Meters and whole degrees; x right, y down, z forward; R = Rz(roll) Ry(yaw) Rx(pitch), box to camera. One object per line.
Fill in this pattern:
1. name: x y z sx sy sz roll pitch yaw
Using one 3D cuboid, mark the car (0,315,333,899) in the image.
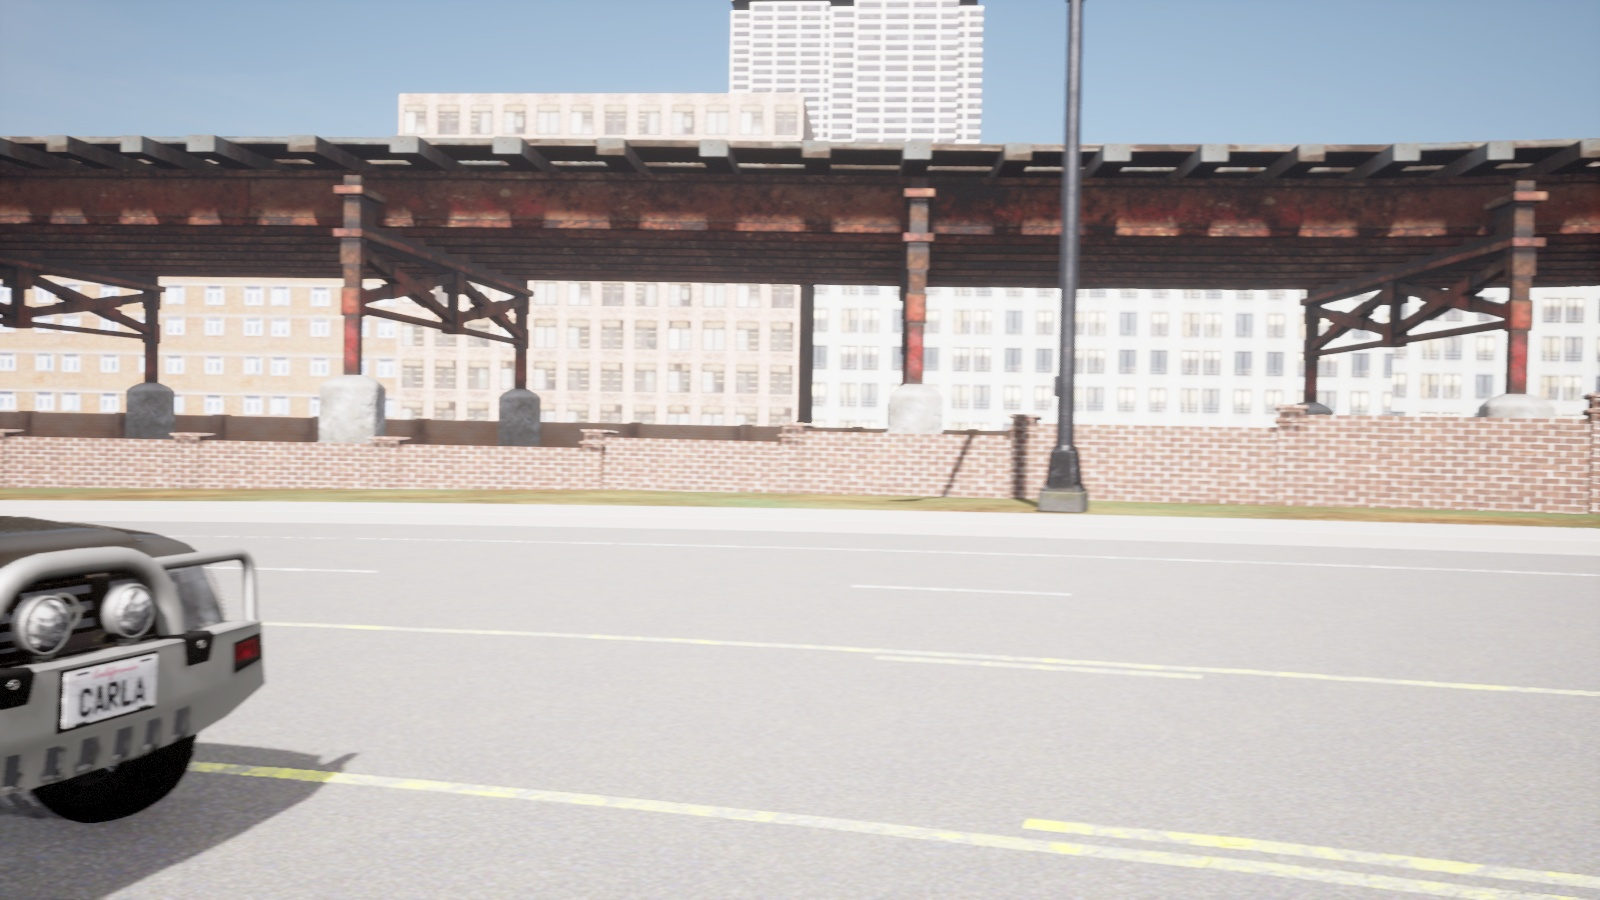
1. car: -4.312 0.542 4.540 4.605 1.855 1.932 0 0 13
